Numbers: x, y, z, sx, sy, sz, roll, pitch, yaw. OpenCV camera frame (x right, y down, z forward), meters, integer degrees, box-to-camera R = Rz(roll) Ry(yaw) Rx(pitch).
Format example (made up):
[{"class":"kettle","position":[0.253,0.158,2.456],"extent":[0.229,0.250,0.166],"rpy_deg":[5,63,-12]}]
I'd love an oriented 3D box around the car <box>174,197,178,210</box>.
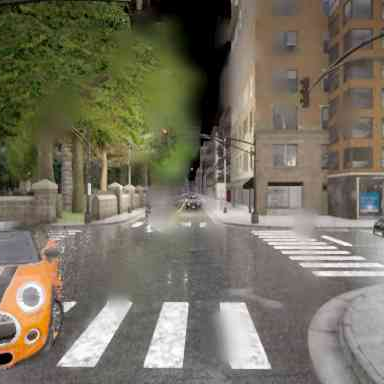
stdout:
[{"class":"car","position":[-3.019,1.550,39.797],"extent":[1.895,1.301,4.718],"rpy_deg":[0,0,0]}]

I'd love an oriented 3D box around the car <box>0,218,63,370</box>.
[{"class":"car","position":[-3.450,1.350,5.759],"extent":[2.097,1.767,4.553],"rpy_deg":[-1,0,-20]}]

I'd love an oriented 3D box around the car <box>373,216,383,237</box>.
[{"class":"car","position":[10.999,1.361,15.485],"extent":[4.553,1.767,2.097],"rpy_deg":[0,0,0]}]

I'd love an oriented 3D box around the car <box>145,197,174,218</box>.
[{"class":"car","position":[-3.026,1.463,29.714],"extent":[2.128,1.511,4.902],"rpy_deg":[0,0,0]}]

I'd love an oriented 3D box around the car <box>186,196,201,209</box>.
[{"class":"car","position":[0.192,1.541,43.840],"extent":[1.895,1.301,4.718],"rpy_deg":[0,0,0]}]
